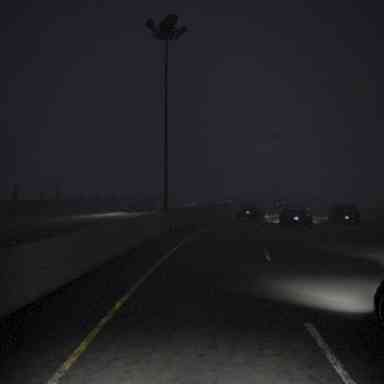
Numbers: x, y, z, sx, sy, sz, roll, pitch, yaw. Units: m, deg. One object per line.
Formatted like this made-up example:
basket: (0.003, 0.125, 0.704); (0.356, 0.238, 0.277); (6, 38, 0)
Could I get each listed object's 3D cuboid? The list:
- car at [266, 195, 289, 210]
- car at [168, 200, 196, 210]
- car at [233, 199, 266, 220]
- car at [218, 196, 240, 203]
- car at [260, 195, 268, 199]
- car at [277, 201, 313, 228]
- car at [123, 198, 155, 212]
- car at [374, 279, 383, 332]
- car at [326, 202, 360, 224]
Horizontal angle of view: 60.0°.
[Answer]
car: (11.667, 1.516, 43.257); (2.163, 1.488, 4.792); (0, 0, 29)
car: (-1.268, 1.622, 41.318); (1.895, 1.301, 4.718); (0, 0, 25)
car: (4.975, 1.562, 27.831); (1.994, 1.385, 4.181); (0, 0, 19)
car: (5.329, 1.381, 46.532); (2.097, 1.767, 4.553); (0, 0, 29)
car: (16.661, 1.464, 73.402); (1.812, 1.442, 4.674); (0, 0, 43)
car: (6.847, 1.562, 22.096); (1.994, 1.385, 4.181); (0, 0, 15)
car: (-6.140, 1.509, 38.735); (2.128, 1.511, 4.902); (0, 0, 23)
car: (3.842, 1.534, 3.578); (1.812, 1.442, 4.674); (0, 0, 3)
car: (11.388, 1.500, 25.158); (1.837, 1.490, 4.892); (0, 0, 18)
